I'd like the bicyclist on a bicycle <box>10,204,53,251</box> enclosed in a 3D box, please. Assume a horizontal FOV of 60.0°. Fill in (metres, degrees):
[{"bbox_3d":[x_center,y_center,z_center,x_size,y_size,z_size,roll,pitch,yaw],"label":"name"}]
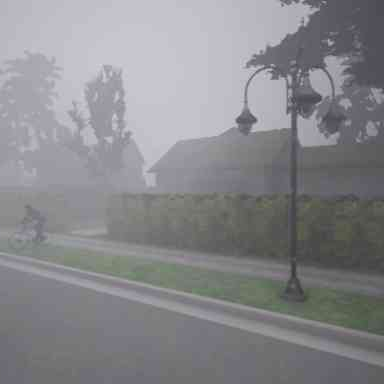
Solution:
[{"bbox_3d":[-5.821,1.271,12.141,0.582,1.620,1.656,0,0,35],"label":"bicyclist on a bicycle"}]
